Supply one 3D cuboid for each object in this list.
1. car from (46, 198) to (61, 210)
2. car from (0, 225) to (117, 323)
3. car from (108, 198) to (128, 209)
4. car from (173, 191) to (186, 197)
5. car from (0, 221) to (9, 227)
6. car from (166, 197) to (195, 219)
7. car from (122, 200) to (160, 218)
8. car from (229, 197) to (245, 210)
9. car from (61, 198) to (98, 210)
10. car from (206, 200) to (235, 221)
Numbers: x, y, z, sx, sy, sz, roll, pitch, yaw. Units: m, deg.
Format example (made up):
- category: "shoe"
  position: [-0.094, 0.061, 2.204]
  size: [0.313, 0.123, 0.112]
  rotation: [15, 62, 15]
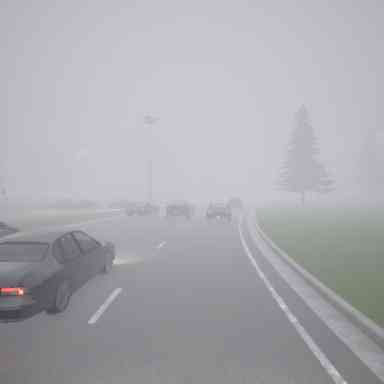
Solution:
- category: "car"
  position: [-17.039, 1.538, 43.701]
  size: [1.812, 1.442, 4.674]
  rotation: [0, 0, 17]
- category: "car"
  position: [-3.246, 1.551, 7.555]
  size: [2.033, 1.411, 5.357]
  rotation: [0, 0, 2]
- category: "car"
  position: [-9.516, 1.541, 44.544]
  size: [1.994, 1.385, 4.181]
  rotation: [0, 0, 15]
- category: "car"
  position: [-3.032, 0.851, 82.058]
  size: [2.150, 2.045, 5.566]
  rotation: [0, 0, 15]
- category: "car"
  position: [-6.611, 1.540, 10.267]
  size: [1.812, 1.442, 4.674]
  rotation: [0, 0, 3]
- category: "car"
  position: [-0.911, 1.439, 29.073]
  size: [1.882, 1.535, 5.008]
  rotation: [0, 0, 9]
- category: "car"
  position: [-4.328, 1.577, 29.937]
  size: [1.895, 1.301, 4.718]
  rotation: [0, 0, 10]
- category: "car"
  position: [5.512, 1.420, 41.718]
  size: [1.837, 1.490, 4.892]
  rotation: [0, 0, 14]
- category: "car"
  position: [-13.904, 1.602, 41.965]
  size: [1.895, 1.301, 4.718]
  rotation: [0, 0, 17]
- category: "car"
  position: [2.280, 1.551, 26.941]
  size: [1.895, 1.301, 4.718]
  rotation: [0, 0, 8]
